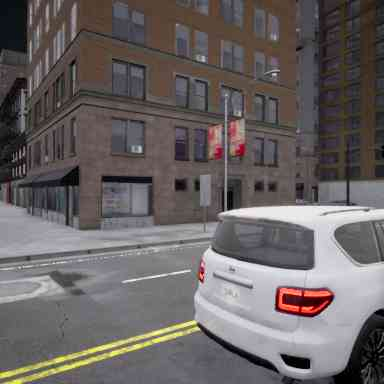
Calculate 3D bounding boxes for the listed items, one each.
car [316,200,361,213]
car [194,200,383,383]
[{"bbox_3d":[16.982,1.597,38.728,1.947,1.339,4.313,0,0,-35],"label":"car"},{"bbox_3d":[2.645,1.222,5.312,5.566,2.045,2.150,0,0,-35],"label":"car"}]
